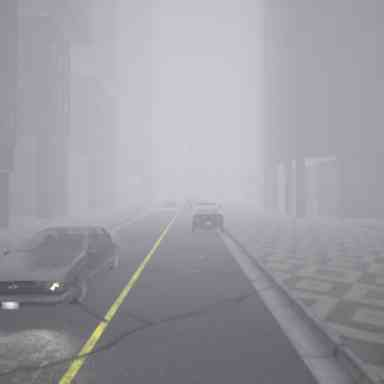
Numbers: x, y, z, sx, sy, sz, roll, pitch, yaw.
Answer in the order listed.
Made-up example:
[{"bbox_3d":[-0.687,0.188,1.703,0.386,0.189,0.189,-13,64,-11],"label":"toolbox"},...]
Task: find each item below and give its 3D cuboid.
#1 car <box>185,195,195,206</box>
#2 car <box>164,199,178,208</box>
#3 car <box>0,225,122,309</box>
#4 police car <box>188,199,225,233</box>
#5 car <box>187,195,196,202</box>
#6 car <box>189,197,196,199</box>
[{"bbox_3d":[-0.097,1.593,55.115,1.812,1.442,4.674,0,0,0],"label":"car"},{"bbox_3d":[-3.164,1.662,49.822,1.895,1.301,4.718,0,0,0],"label":"car"},{"bbox_3d":[-3.113,1.565,8.362,2.033,1.411,5.357,0,0,0],"label":"car"},{"bbox_3d":[0.864,1.461,20.162,1.930,1.638,5.238,0,0,0],"label":"police car"},{"bbox_3d":[-0.126,1.379,71.647,1.882,1.535,5.008,0,0,0],"label":"car"},{"bbox_3d":[0.836,1.555,36.054,1.837,1.490,4.892,0,0,0],"label":"car"}]
